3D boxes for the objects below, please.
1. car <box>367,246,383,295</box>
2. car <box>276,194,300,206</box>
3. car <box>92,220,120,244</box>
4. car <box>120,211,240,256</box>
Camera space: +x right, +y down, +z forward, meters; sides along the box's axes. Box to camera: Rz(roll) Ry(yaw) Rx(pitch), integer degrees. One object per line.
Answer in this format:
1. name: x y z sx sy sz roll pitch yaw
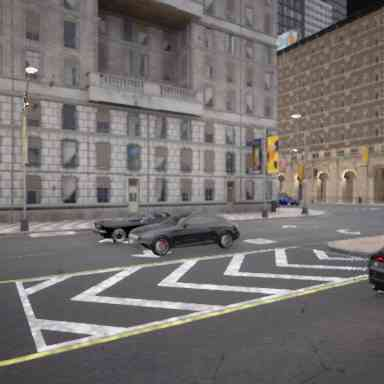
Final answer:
1. car: 5.866 1.500 7.294 4.892 1.490 1.837 0 0 -31
2. car: 14.791 1.451 52.775 1.882 1.535 5.008 0 0 -32
3. car: -2.297 1.597 15.997 4.718 1.301 1.895 0 0 -31
4. car: -0.202 1.522 13.174 4.674 1.442 1.812 0 0 -31
